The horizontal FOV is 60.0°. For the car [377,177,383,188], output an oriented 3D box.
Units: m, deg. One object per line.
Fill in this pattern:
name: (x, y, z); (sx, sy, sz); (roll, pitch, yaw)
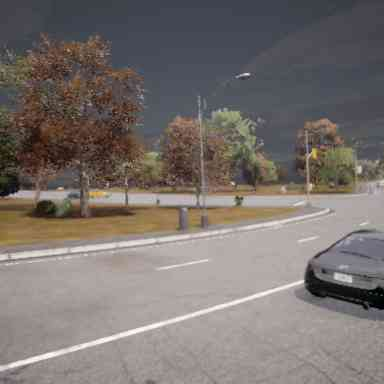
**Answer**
car: (39.895, -2.015, 69.265); (2.150, 2.045, 5.566); (-2, 2, 27)

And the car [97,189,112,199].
car: (-16.034, 0.261, 57.145); (5.008, 1.535, 1.882); (1, 4, 31)

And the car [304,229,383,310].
car: (4.360, 1.529, 7.432); (4.181, 1.385, 1.994); (-1, 0, -39)

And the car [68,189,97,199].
car: (-18.287, 0.479, 54.423); (4.674, 1.442, 1.812); (1, 4, 31)
